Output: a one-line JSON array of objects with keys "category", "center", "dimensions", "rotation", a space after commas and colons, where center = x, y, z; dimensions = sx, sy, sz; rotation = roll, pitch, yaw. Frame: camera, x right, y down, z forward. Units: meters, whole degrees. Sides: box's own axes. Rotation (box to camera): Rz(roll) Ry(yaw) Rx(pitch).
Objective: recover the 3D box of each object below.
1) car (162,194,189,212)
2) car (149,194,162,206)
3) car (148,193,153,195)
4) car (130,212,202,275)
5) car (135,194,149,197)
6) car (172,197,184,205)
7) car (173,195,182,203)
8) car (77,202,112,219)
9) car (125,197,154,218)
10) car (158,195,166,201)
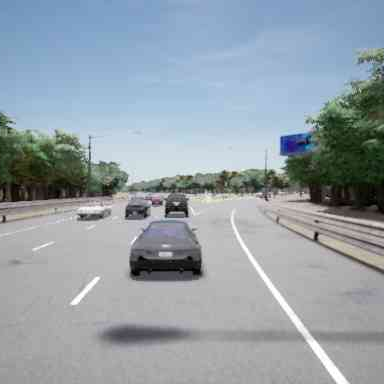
[{"category": "car", "center": [-1.442, 1.185, 31.750], "dimensions": [2.150, 2.045, 5.566], "rotation": [0, 0, -2]}, {"category": "car", "center": [-5.682, 1.484, 54.863], "dimensions": [1.812, 1.442, 4.674], "rotation": [0, 0, -3]}, {"category": "car", "center": [-11.364, 1.599, 86.174], "dimensions": [1.994, 1.385, 4.181], "rotation": [0, 0, -5]}, {"category": "car", "center": [-0.747, 1.560, 10.516], "dimensions": [1.994, 1.385, 4.181], "rotation": [0, 0, -2]}, {"category": "car", "center": [-9.402, 1.451, 59.512], "dimensions": [2.128, 1.511, 4.902], "rotation": [0, 0, -3]}, {"category": "car", "center": [-2.385, 1.535, 56.870], "dimensions": [1.994, 1.385, 4.181], "rotation": [0, 0, -3]}, {"category": "car", "center": [-3.213, 1.505, 71.377], "dimensions": [1.837, 1.490, 4.892], "rotation": [0, 0, -4]}, {"category": "car", "center": [-8.270, 1.552, 28.687], "dimensions": [1.895, 1.301, 4.718], "rotation": [0, 0, -2]}, {"category": "car", "center": [-4.783, 1.460, 29.816], "dimensions": [1.837, 1.490, 4.892], "rotation": [0, -1, -2]}, {"category": "car", "center": [-8.381, 1.615, 92.137], "dimensions": [2.033, 1.411, 5.357], "rotation": [0, 0, -6]}]
